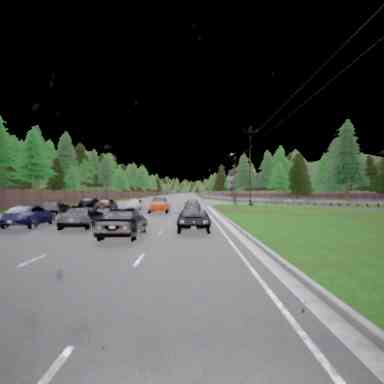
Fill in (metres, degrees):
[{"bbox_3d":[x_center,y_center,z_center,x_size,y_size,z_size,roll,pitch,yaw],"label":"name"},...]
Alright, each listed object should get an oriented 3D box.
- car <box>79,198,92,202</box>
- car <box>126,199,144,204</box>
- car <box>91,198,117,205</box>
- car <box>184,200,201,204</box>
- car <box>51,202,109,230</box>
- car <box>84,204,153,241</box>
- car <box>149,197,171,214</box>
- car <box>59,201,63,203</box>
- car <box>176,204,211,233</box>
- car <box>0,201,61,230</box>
[{"bbox_3d":[-13.972,1.500,45.918,1.882,1.535,5.008,0,0,1],"label":"car"},{"bbox_3d":[-6.945,1.545,40.444,1.812,1.442,4.674,0,0,0],"label":"car"},{"bbox_3d":[-10.445,1.546,40.842,1.812,1.442,4.674,0,0,0],"label":"car"},{"bbox_3d":[0.041,1.584,38.967,1.994,1.385,4.181,0,0,1],"label":"car"},{"bbox_3d":[-6.906,1.574,21.015,1.994,1.385,4.181,0,0,0],"label":"car"},{"bbox_3d":[-3.406,1.555,16.659,2.033,1.411,5.357,0,0,0],"label":"car"},{"bbox_3d":[-3.479,1.369,36.273,2.097,1.767,4.553,0,0,1],"label":"car"},{"bbox_3d":[-14.006,1.581,34.004,1.994,1.385,4.181,0,0,0],"label":"car"},{"bbox_3d":[0.095,1.610,19.768,1.895,1.301,4.718,0,0,0],"label":"car"},{"bbox_3d":[-10.407,1.537,21.253,1.812,1.442,4.674,0,0,0],"label":"car"}]
